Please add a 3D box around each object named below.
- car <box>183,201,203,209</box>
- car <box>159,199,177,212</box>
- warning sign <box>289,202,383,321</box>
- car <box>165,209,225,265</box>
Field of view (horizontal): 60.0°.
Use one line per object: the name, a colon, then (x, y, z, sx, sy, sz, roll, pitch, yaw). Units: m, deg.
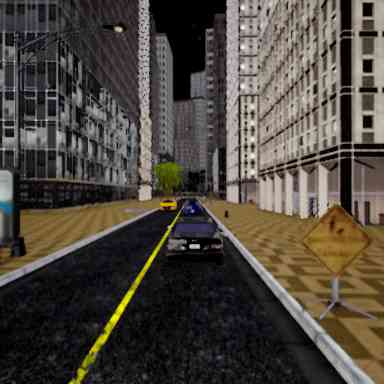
car: (0.087, 1.586, 32.817, 1.812, 1.442, 4.674, 0, 0, 0)
car: (-2.854, 1.554, 40.282, 1.882, 1.535, 5.008, 0, 0, 0)
warning sign: (2.517, 1.126, 5.846, 1.300, 1.860, 1.060, 0, 0, 0)
car: (0.083, 1.569, 11.784, 2.033, 1.411, 5.357, 0, 0, 0)
